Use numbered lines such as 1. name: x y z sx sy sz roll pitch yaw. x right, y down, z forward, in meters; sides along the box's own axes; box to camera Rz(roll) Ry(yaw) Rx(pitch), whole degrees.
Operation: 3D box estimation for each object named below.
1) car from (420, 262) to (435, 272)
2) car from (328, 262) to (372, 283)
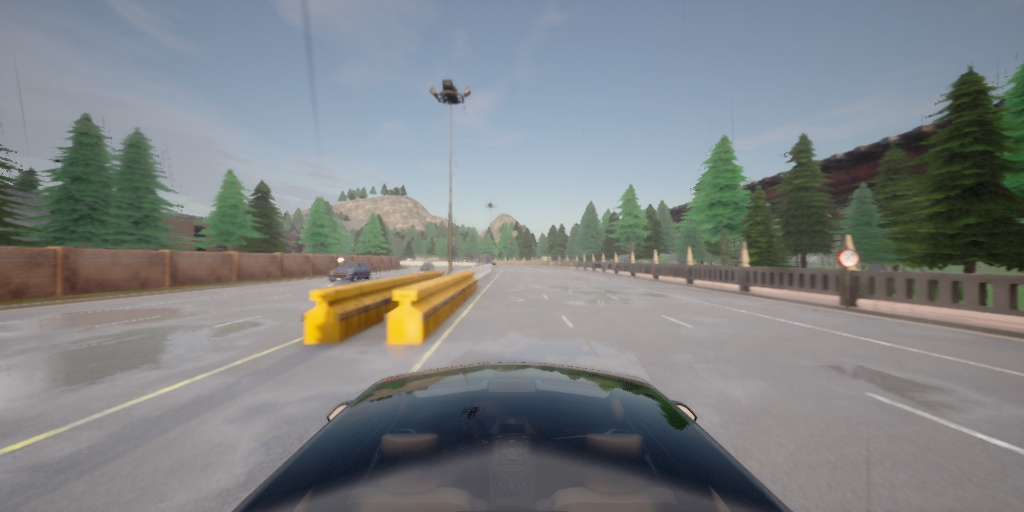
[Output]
1. car: -13.901 1.816 59.138 1.837 1.490 4.892 0 2 -2
2. car: -13.980 1.317 31.185 2.097 1.767 4.553 0 -1 0
